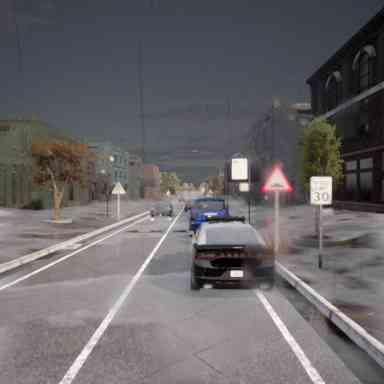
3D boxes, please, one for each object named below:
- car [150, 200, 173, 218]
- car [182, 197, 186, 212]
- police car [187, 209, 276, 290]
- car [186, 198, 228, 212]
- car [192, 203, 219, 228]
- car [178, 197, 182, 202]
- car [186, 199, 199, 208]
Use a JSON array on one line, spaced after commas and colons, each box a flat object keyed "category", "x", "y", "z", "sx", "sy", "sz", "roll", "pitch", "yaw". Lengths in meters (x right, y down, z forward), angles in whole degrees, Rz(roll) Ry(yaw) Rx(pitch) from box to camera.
[{"category": "car", "x": -3.059, "y": 1.654, "z": 34.356, "sx": 2.097, "sy": 1.767, "sz": 4.553, "roll": 0, "pitch": -1, "yaw": 0}, {"category": "car", "x": 0.083, "y": 1.752, "z": 45.402, "sx": 2.097, "sy": 1.767, "sz": 4.553, "roll": 0, "pitch": 0, "yaw": 1}, {"category": "police car", "x": 0.910, "y": 1.476, "z": 9.314, "sx": 1.930, "sy": 1.638, "sz": 5.238, "roll": 0, "pitch": -1, "yaw": 0}, {"category": "car", "x": 0.923, "y": 1.376, "z": 19.235, "sx": 2.150, "sy": 2.045, "sz": 5.566, "roll": 0, "pitch": -1, "yaw": 0}, {"category": "car", "x": 0.930, "y": 1.669, "z": 25.395, "sx": 1.801, "sy": 1.575, "sz": 5.366, "roll": 0, "pitch": -1, "yaw": 0}, {"category": "car", "x": -2.883, "y": 2.170, "z": 95.092, "sx": 1.837, "sy": 1.490, "sz": 4.892, "roll": 0, "pitch": 0, "yaw": 0}, {"category": "car", "x": 0.072, "y": 2.036, "z": 57.797, "sx": 2.033, "sy": 1.411, "sz": 5.357, "roll": 0, "pitch": 0, "yaw": 0}]
